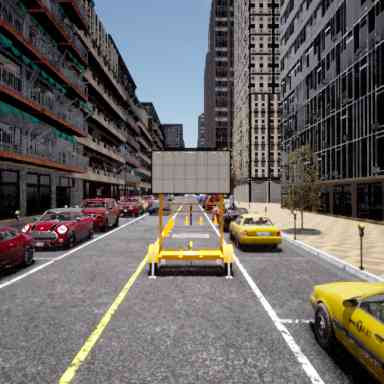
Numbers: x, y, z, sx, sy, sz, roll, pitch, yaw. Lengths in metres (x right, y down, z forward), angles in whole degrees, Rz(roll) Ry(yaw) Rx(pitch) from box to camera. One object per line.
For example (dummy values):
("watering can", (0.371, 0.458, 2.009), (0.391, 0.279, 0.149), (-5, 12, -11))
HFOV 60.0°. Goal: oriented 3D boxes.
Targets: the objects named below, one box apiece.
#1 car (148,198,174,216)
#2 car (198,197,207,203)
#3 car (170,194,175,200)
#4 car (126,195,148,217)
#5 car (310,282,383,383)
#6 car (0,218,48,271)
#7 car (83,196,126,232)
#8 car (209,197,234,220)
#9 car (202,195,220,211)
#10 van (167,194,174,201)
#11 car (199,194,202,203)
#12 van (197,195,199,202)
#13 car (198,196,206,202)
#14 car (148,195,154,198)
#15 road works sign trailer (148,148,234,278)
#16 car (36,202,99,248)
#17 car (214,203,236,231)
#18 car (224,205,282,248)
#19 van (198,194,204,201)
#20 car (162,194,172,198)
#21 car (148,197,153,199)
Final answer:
("car", (-3.121, 1.594, 32.984), (1.994, 1.385, 4.181), (0, 0, 0))
("car", (2.409, 1.742, 76.854), (1.802, 1.307, 4.206), (0, 0, 0))
("car", (-6.013, 1.772, 88.148), (1.947, 1.339, 4.313), (0, 0, 0))
("car", (-5.800, 1.342, 31.516), (2.192, 1.841, 5.009), (0, 0, 0))
("car", (2.684, 1.526, 3.403), (1.752, 1.417, 4.829), (0, 0, 0))
("car", (-5.717, 1.585, 8.864), (1.802, 1.307, 4.206), (0, 0, 0))
("car", (-5.757, 1.329, 20.191), (2.192, 1.841, 5.009), (0, 0, 0))
("car", (2.600, 1.460, 25.884), (1.967, 1.590, 4.097), (0, 0, 0))
("car", (2.559, 1.352, 37.212), (2.192, 1.841, 5.009), (0, 0, 0))
("van", (-6.034, 1.574, 93.814), (1.690, 1.788, 3.998), (0, 0, 0))
("car", (2.516, 1.377, 48.537), (2.192, 1.841, 5.009), (0, 0, 0))
("van", (2.431, 1.479, 71.191), (1.690, 1.788, 3.998), (0, 0, 0))
("car", (2.388, 1.764, 82.516), (1.802, 1.307, 4.206), (0, 0, 0))
("car", (-5.842, 1.364, 42.844), (2.192, 1.841, 5.009), (0, 0, 0))
("road works sign trailer", (-0.030, 0.468, 10.081), (2.380, 3.560, 2.880), (0, 0, 0))
("car", (-5.737, 1.447, 14.527), (1.967, 1.590, 4.097), (0, 0, 0))
("car", (2.621, 1.579, 20.221), (1.947, 1.339, 4.313), (0, 0, 0))
("car", (2.642, 1.533, 14.728), (1.752, 1.417, 4.829), (0, 0, 0))
("van", (2.367, 1.547, 88.180), (1.690, 1.788, 3.998), (0, 0, 0))
("car", (-5.950, 1.704, 71.159), (1.947, 1.339, 4.313), (0, 0, 0))
("car", (-5.822, 1.562, 37.011), (1.752, 1.417, 4.829), (0, 0, 0))
